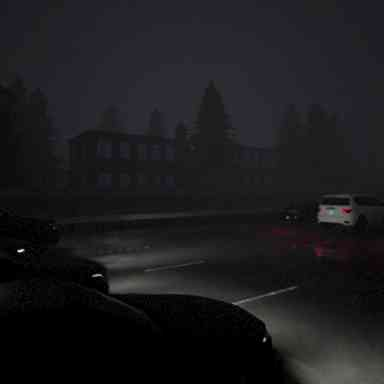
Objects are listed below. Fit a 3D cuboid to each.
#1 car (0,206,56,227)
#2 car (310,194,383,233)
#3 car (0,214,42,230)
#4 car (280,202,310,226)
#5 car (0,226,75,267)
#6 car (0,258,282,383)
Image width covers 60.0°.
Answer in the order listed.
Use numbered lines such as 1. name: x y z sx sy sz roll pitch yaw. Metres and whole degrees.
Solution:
1. car: -7.512 1.220 11.285 5.566 2.045 2.150 0 0 -35
2. car: 9.535 1.129 19.119 5.566 2.045 2.150 0 0 -35
3. car: -6.422 1.497 7.765 4.902 1.511 2.128 0 0 -35
4. car: 7.991 1.397 22.313 4.902 1.511 2.128 0 0 -35
5. car: -3.720 1.526 5.392 4.674 1.442 1.812 0 0 -35
6. car: -1.267 1.523 2.841 4.674 1.442 1.812 0 0 -35
